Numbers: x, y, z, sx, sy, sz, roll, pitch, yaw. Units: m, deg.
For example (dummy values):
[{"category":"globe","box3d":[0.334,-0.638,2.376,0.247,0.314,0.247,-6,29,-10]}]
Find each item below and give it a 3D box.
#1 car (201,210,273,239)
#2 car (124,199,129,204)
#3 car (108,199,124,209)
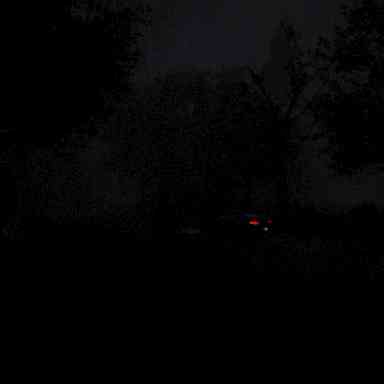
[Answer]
[{"category":"car","box3d":[2.457,1.772,18.973,1.812,1.442,4.674,0,-1,-36]},{"category":"car","box3d":[-18.230,2.472,90.505,1.994,1.385,4.181,-1,2,-10]},{"category":"car","box3d":[-15.209,2.598,65.240,2.128,1.511,4.902,-2,0,-4]}]
